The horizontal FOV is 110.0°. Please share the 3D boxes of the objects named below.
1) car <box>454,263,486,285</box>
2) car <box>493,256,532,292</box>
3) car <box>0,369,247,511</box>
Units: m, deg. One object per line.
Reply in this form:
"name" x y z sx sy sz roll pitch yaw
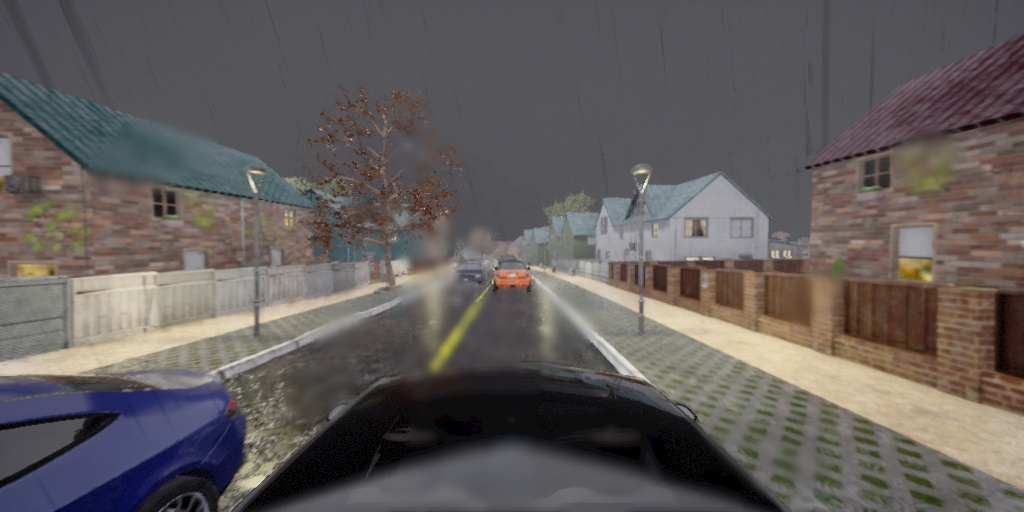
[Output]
"car" -2.862 1.222 25.817 2.033 1.411 5.357 0 0 0
"car" 0.035 1.034 21.053 2.097 1.767 4.553 0 0 0
"car" -2.846 1.281 0.761 1.812 1.442 4.674 0 0 0
